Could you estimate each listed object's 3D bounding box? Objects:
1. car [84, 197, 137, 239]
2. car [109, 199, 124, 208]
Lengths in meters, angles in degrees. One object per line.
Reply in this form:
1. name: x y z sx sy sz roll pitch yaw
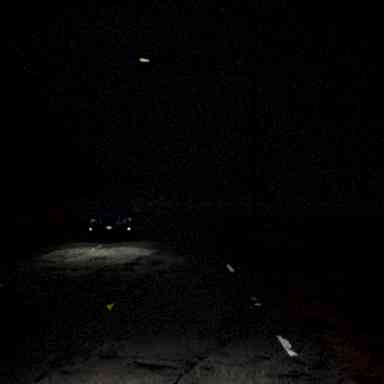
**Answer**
1. car: -4.241 1.361 18.567 2.150 2.045 5.566 0 0 -6
2. car: -13.378 2.003 58.986 2.033 1.411 5.357 0 0 -19
